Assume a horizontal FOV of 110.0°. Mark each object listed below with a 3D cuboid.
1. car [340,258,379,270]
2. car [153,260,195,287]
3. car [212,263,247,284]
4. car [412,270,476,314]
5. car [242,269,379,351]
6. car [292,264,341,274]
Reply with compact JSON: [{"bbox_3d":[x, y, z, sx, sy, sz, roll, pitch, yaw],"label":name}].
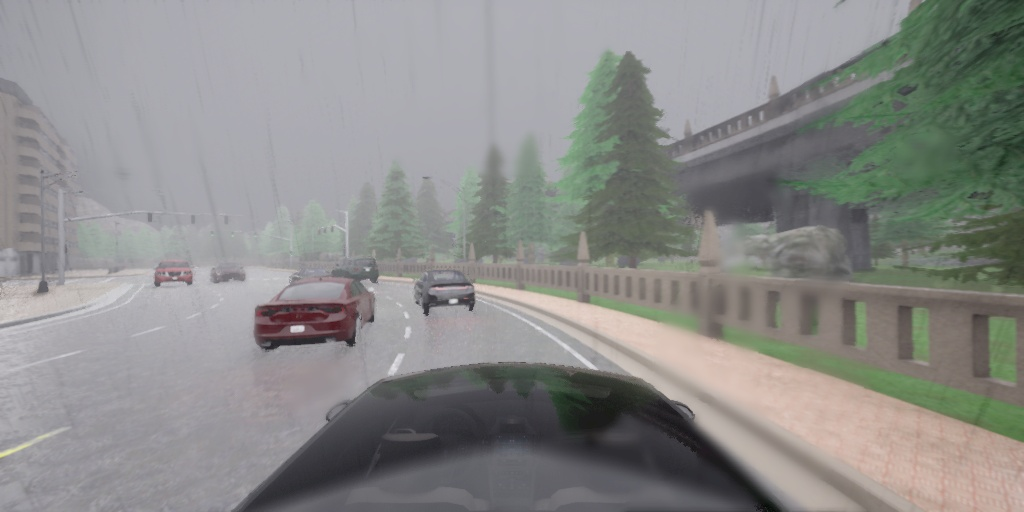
[{"bbox_3d":[-12.628,1.161,28.856,2.150,2.045,5.566,-1,0,-42],"label":"car"},{"bbox_3d":[-27.529,1.355,29.225,2.150,2.045,5.566,-1,0,-44],"label":"car"},{"bbox_3d":[-24.889,1.435,31.527,2.097,1.767,4.553,-1,0,-44],"label":"car"},{"bbox_3d":[-2.776,1.290,14.150,2.128,1.511,4.902,-1,0,-20],"label":"car"},{"bbox_3d":[-4.822,1.296,9.481,1.882,1.535,5.008,0,0,-14],"label":"car"},{"bbox_3d":[-14.329,1.502,25.606,2.033,1.411,5.357,-1,0,-43],"label":"car"}]
